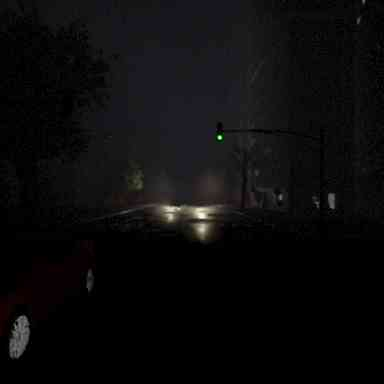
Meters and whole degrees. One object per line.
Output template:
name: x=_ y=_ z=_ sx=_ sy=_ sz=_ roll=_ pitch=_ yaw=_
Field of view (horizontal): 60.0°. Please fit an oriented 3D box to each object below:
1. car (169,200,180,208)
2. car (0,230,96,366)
car: x=-3.285 y=2.288 z=63.531 sx=1.882 sy=1.535 sz=5.008 roll=0 pitch=-1 yaw=0
car: x=-3.254 y=1.556 z=6.114 sx=1.882 sy=1.535 sz=5.008 roll=0 pitch=-1 yaw=0
